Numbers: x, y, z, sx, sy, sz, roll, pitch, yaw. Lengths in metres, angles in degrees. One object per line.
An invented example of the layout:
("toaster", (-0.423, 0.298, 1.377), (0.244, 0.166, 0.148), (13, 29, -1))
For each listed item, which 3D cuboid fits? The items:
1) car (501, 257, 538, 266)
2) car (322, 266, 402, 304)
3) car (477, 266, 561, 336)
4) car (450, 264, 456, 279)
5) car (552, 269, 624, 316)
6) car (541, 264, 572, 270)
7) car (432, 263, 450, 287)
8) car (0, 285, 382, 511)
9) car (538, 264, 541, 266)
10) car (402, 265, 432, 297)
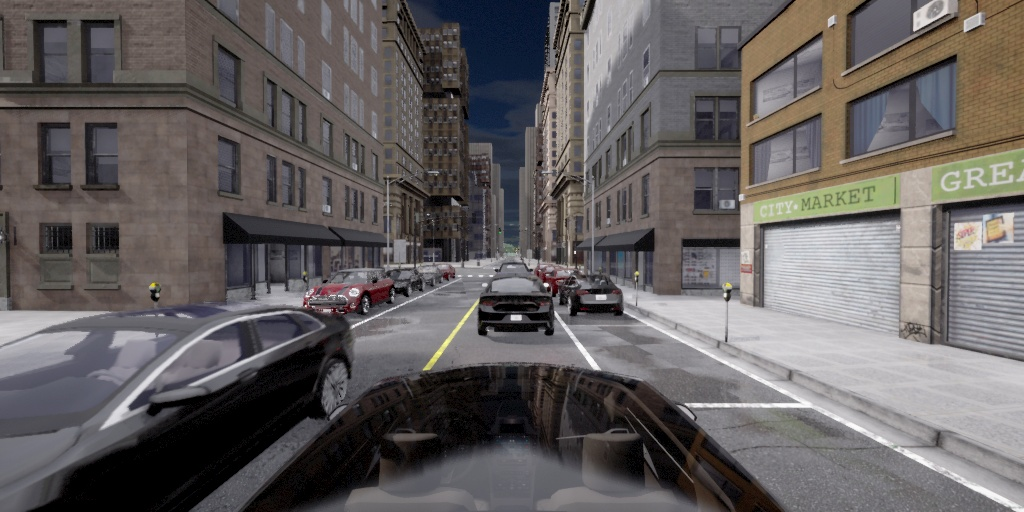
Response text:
("car", (0.105, 1.100, 19.698), (2.097, 1.767, 4.553), (0, 0, 0))
("car", (-5.762, 1.188, 13.147), (1.967, 1.591, 4.097), (0, 0, 0))
("car", (0.100, 1.226, 10.475), (1.882, 1.535, 5.008), (0, 0, 0))
("car", (-5.758, 1.293, 29.663), (1.888, 1.381, 4.507), (0, 0, 0))
("car", (2.764, 1.314, 13.146), (1.948, 1.339, 4.313), (0, 0, 0))
("car", (2.765, 1.293, 18.650), (1.888, 1.381, 4.507), (0, 0, 0))
("car", (-5.759, 1.298, 24.158), (2.007, 1.370, 4.403), (0, 0, 0))
("car", (-3.099, 1.241, 3.067), (2.128, 1.511, 4.902), (0, 0, 0))
("car", (2.766, 1.293, 24.156), (1.888, 1.381, 4.507), (0, 0, 0))
("car", (-5.761, 1.313, 18.653), (1.948, 1.339, 4.313), (0, 0, 0))
